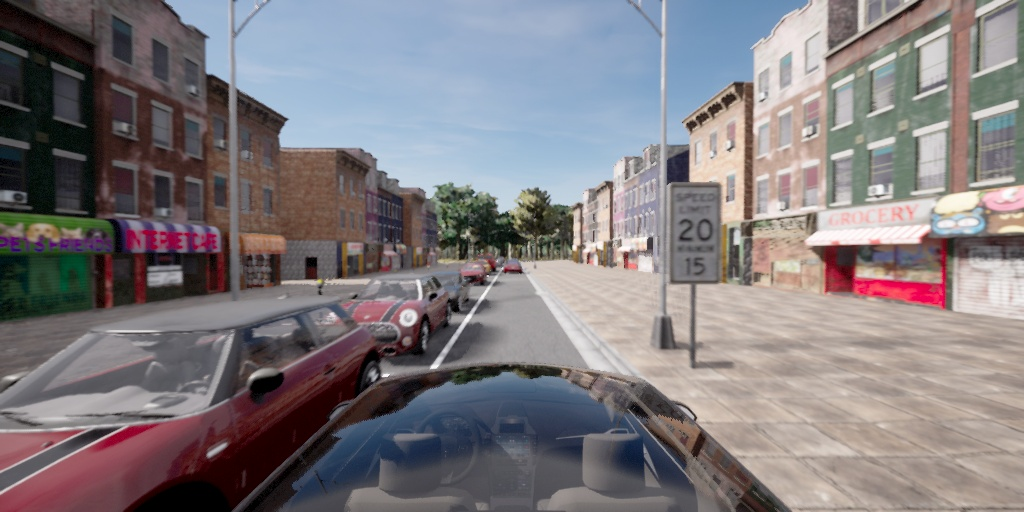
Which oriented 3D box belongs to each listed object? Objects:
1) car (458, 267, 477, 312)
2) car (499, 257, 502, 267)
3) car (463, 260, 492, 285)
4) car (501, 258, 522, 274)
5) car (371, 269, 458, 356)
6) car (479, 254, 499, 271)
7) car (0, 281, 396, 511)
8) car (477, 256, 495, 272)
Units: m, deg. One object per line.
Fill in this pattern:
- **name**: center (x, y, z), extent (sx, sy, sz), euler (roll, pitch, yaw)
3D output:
- **car**: center (-2.643, 1.260, 13.817), extent (1.948, 1.339, 4.313), euler (0, 0, 0)
- **car**: center (-2.660, 1.072, 57.295), extent (2.007, 1.370, 4.403), euler (0, 0, 0)
- **car**: center (-2.648, 1.193, 24.686), extent (1.888, 1.381, 4.507), euler (0, 0, 0)
- **car**: center (0.093, 1.154, 38.988), extent (1.994, 1.385, 4.181), euler (0, 0, -1)
- **car**: center (-2.641, 1.158, 8.383), extent (1.967, 1.591, 4.097), euler (0, 0, 0)
- **car**: center (-2.997, 0.804, 42.592), extent (2.150, 2.045, 5.566), euler (0, 0, 0)
- **car**: center (-2.639, 1.184, 2.948), extent (1.967, 1.591, 4.097), euler (0, 0, 0)
- **car**: center (-3.038, 1.060, 35.752), extent (1.801, 1.575, 5.366), euler (0, 0, 0)
